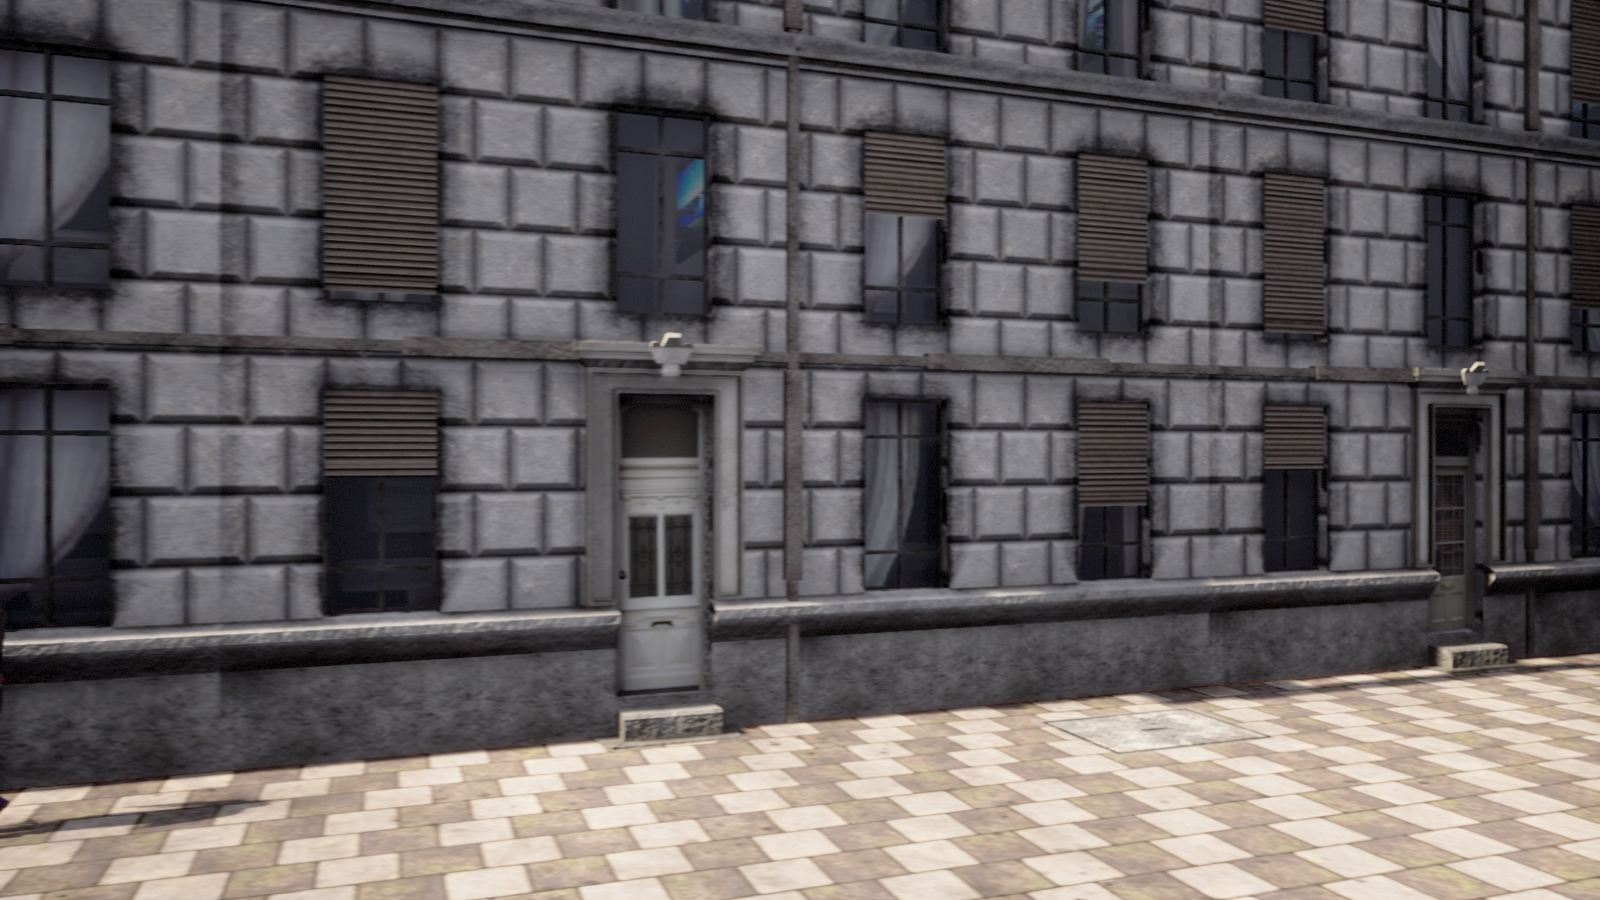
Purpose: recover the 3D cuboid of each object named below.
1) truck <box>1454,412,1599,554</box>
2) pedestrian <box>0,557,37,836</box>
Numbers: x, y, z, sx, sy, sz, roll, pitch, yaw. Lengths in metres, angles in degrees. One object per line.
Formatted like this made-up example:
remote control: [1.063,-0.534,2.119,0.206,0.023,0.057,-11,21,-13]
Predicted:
truck: [22.933,0.894,31.658,2.891,3.827,8.468,0,0,-20]
pedestrian: [-5.571,1.696,7.921,0.375,1.860,0.375,0,0,-16]
